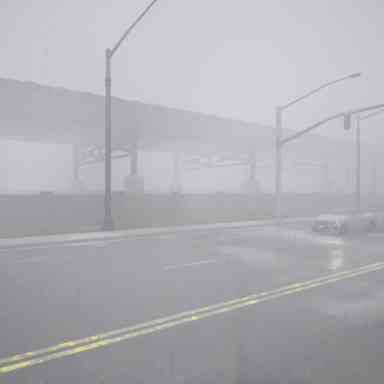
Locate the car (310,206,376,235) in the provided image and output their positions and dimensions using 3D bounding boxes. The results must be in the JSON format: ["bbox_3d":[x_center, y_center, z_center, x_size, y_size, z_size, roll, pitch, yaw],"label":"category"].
[{"bbox_3d":[8.625,1.530,18.792,4.674,1.442,1.812,0,0,-36],"label":"car"}]
